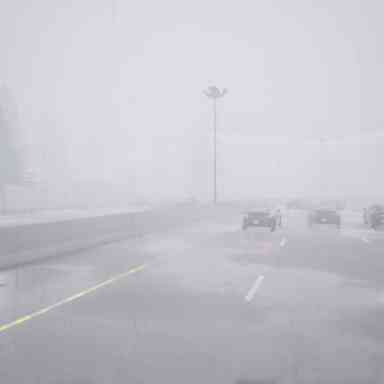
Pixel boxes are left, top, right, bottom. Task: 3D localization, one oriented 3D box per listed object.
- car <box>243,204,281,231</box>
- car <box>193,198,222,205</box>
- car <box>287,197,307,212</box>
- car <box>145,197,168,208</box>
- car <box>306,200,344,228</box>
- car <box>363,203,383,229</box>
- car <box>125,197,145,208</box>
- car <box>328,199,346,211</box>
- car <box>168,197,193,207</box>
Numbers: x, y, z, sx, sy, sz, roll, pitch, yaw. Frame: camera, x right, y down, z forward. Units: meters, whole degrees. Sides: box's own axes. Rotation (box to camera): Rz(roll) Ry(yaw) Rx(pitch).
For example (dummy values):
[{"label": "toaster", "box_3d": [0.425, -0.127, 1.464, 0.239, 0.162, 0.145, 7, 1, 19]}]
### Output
[{"label": "car", "box_3d": [4.286, 1.474, 20.192, 1.812, 1.442, 4.674, 0, 0, 20]}, {"label": "car", "box_3d": [2.334, 1.467, 42.319, 1.812, 1.442, 4.674, 0, 0, 30]}, {"label": "car", "box_3d": [12.288, 1.396, 38.055, 1.837, 1.490, 4.892, -1, -1, 31]}, {"label": "car", "box_3d": [-3.904, 1.510, 45.503, 1.895, 1.301, 4.718, 0, 0, 30]}, {"label": "car", "box_3d": [8.584, 1.462, 21.709, 1.812, 1.442, 4.674, 0, 0, 20]}, {"label": "car", "box_3d": [11.923, 1.438, 20.651, 1.837, 1.490, 4.892, 0, 0, 20]}, {"label": "car", "box_3d": [-7.324, 1.407, 46.493, 2.128, 1.511, 4.902, 0, 0, 28]}, {"label": "car", "box_3d": [16.014, 1.451, 37.430, 1.994, 1.385, 4.181, 0, 0, 32]}, {"label": "car", "box_3d": [-0.702, 1.421, 44.062, 1.882, 1.535, 5.008, 0, 0, 30]}]
